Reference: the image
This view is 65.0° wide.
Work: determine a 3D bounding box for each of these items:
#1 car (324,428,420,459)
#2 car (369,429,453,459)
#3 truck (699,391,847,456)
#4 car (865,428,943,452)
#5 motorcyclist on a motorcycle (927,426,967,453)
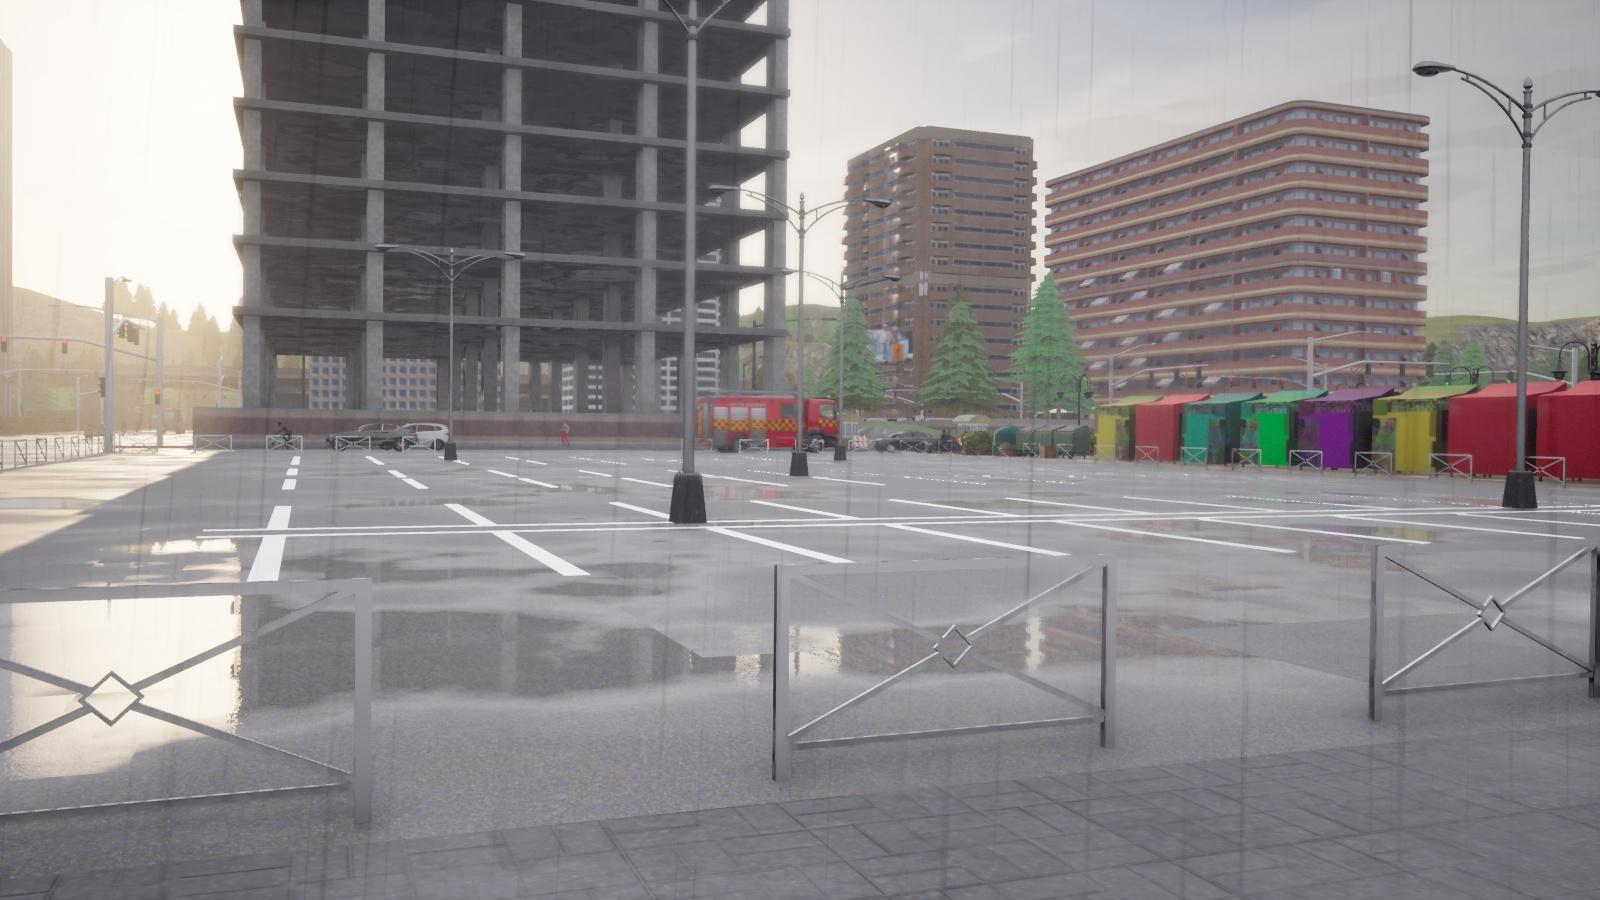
[{"bbox_3d":[-24.227,-0.374,71.120,5.027,1.651,2.152,-1,1,-22],"label":"car"},{"bbox_3d":[-23.329,-0.386,75.250,4.611,1.667,2.242,-1,1,-22],"label":"car"},{"bbox_3d":[-1.606,-1.647,76.383,8.468,3.827,2.891,-1,1,-22],"label":"truck"},{"bbox_3d":[6.931,-0.687,83.578,4.892,1.490,1.837,-1,1,-22],"label":"car"},{"bbox_3d":[9.012,-0.655,76.871,2.350,1.649,0.766,-1,1,-22],"label":"motorcyclist on a motorcycle"}]
